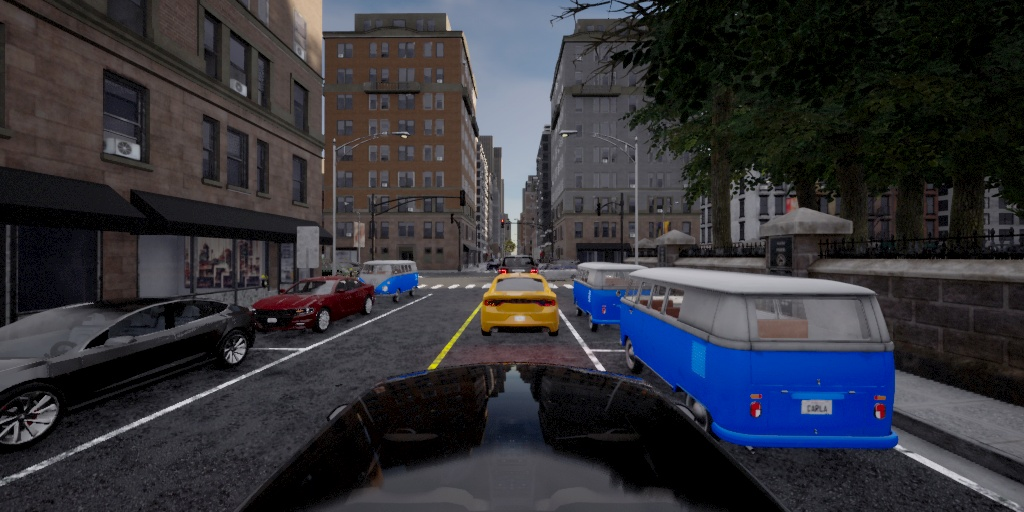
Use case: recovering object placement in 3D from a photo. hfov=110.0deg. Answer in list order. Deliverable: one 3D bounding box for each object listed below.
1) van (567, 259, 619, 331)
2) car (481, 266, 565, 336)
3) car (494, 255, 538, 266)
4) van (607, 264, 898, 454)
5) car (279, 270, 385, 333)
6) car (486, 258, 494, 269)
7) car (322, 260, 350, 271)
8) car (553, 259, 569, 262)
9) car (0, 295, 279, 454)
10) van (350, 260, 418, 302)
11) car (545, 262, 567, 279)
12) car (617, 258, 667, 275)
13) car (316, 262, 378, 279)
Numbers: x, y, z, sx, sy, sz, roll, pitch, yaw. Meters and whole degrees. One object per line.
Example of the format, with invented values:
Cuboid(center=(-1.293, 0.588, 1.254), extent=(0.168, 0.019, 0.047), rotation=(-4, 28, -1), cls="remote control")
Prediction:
Cuboid(center=(2.827, 1.089, 10.658), extent=(1.690, 1.789, 3.998), rotation=(0, 0, 1), cls="van")
Cuboid(center=(0.224, 1.226, 10.405), extent=(1.882, 1.535, 5.008), rotation=(0, 0, 1), cls="car")
Cuboid(center=(0.328, 0.965, 20.361), extent=(2.150, 2.045, 5.566), rotation=(0, 0, 0), cls="car")
Cuboid(center=(2.714, 1.090, 5.001), extent=(1.690, 1.789, 3.998), rotation=(0, 0, 1), cls="van")
Cuboid(center=(-5.697, 1.294, 10.818), extent=(1.888, 1.381, 4.507), rotation=(0, 0, 1), cls="car")
Cuboid(center=(-2.311, 1.085, 49.610), extent=(2.097, 1.767, 4.553), rotation=(0, 0, 2), cls="car")
Cuboid(center=(-14.698, 1.083, 28.499), extent=(4.553, 1.767, 2.097), rotation=(0, 0, 3), cls="car")
Cuboid(center=(5.458, 1.078, 31.719), extent=(4.553, 1.767, 2.097), rotation=(0, 0, 0), cls="car")
Cuboid(center=(-5.809, 1.315, 5.159), extent=(1.948, 1.339, 4.313), rotation=(0, 0, 1), cls="car")
Cuboid(center=(-5.584, 1.087, 16.477), extent=(1.690, 1.789, 3.998), rotation=(0, 0, 1), cls="van")
Cuboid(center=(3.709, 1.318, 28.480), extent=(4.718, 1.301, 1.895), rotation=(0, 0, 0), cls="car")
Cuboid(center=(13.851, 1.093, 38.367), extent=(4.553, 1.767, 2.097), rotation=(0, 0, 0), cls="car")
Cuboid(center=(-14.574, 1.269, 31.927), extent=(4.674, 1.442, 1.812), rotation=(0, 0, -2), cls="car")
